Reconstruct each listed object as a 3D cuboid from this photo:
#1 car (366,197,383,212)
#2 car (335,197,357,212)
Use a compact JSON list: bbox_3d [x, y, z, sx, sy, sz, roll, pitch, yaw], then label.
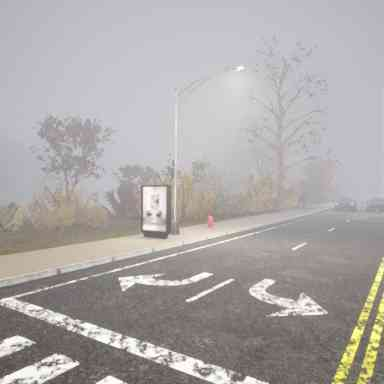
[{"bbox_3d":[21.330,1.392,38.257,2.097,1.767,4.553,0,0,30],"label":"car"},{"bbox_3d":[18.519,1.389,39.887,2.097,1.767,4.553,0,0,30],"label":"car"}]
